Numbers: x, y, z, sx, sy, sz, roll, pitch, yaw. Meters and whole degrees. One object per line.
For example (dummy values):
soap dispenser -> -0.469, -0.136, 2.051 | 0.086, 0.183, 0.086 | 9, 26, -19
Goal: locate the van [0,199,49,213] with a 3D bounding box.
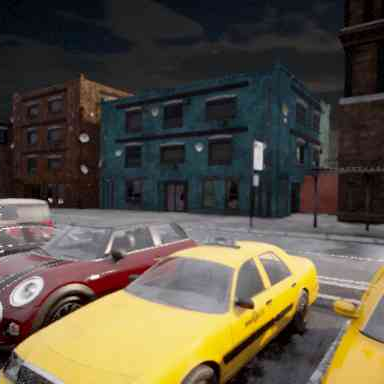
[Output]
van -> -6.475, 1.198, 9.647 | 1.878, 1.987, 4.442 | 0, 0, 36

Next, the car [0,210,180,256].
car -> -1.762, 1.327, 6.452 | 2.185, 1.767, 4.553 | 0, 0, 36

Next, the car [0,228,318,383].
car -> 0.272, 1.463, 4.728 | 1.946, 1.575, 5.366 | 0, 0, 36
